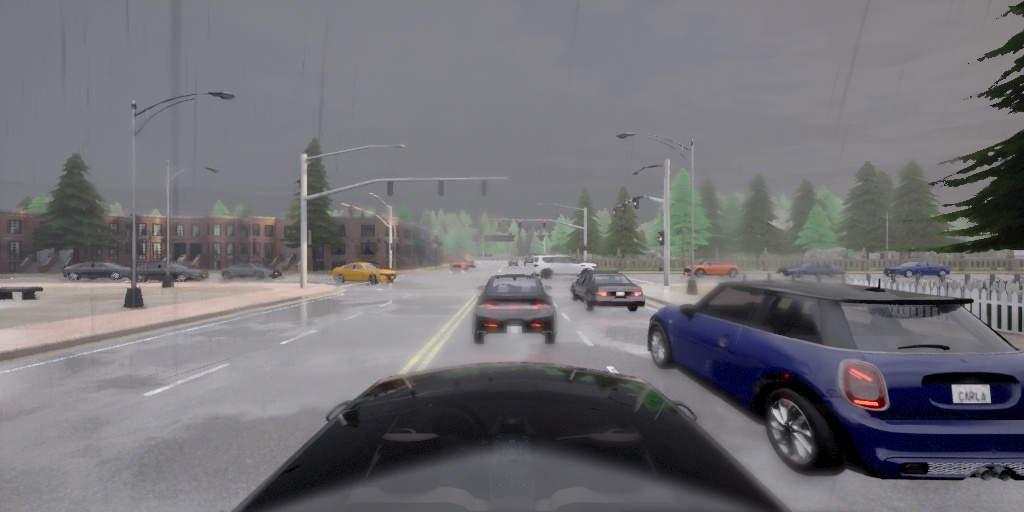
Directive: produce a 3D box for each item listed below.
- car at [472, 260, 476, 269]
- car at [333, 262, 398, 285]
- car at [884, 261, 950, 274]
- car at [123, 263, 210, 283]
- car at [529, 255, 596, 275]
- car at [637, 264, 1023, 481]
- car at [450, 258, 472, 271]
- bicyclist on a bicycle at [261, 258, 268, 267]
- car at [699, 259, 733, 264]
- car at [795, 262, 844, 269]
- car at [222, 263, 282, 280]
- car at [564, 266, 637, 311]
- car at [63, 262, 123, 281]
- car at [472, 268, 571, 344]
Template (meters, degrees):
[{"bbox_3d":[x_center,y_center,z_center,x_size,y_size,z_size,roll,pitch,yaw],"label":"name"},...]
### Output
[{"bbox_3d":[-7.013,1.276,58.250,1.812,1.442,4.674,0,0,1],"label":"car"},{"bbox_3d":[-10.578,1.227,25.867,5.008,1.535,1.882,0,-1,23],"label":"car"},{"bbox_3d":[38.152,1.228,33.897,5.008,1.535,1.882,0,0,0],"label":"car"},{"bbox_3d":[-25.678,1.254,27.046,4.892,1.490,1.837,0,0,-2],"label":"car"},{"bbox_3d":[4.442,0.971,30.355,5.566,2.045,2.150,0,0,1],"label":"car"},{"bbox_3d":[3.606,1.102,4.938,2.097,1.767,4.553,0,0,0],"label":"car"},{"bbox_3d":[-7.036,1.102,48.317,2.097,1.767,4.553,0,0,0],"label":"car"},{"bbox_3d":[-28.766,1.053,41.635,0.582,1.620,1.656,0,0,-1],"label":"bicyclist on a bicycle"},{"bbox_3d":[18.749,1.102,33.950,4.553,1.767,2.097,0,0,0],"label":"car"},{"bbox_3d":[28.274,1.297,33.925,5.357,1.411,2.033,0,0,1],"label":"car"},{"bbox_3d":[-22.148,1.314,30.620,4.181,1.385,1.994,0,0,-1],"label":"car"},{"bbox_3d":[3.600,1.297,14.356,2.033,1.411,5.357,0,0,0],"label":"car"},{"bbox_3d":[-34.031,1.255,29.938,4.892,1.490,1.837,0,0,-9],"label":"car"},{"bbox_3d":[0.073,1.242,9.528,2.128,1.511,4.902,0,0,1],"label":"car"}]
